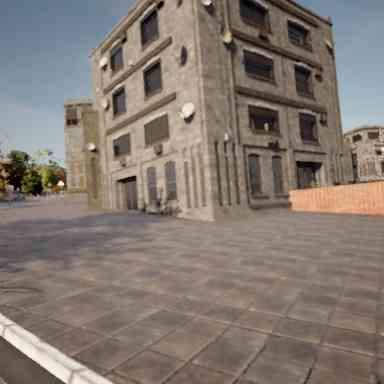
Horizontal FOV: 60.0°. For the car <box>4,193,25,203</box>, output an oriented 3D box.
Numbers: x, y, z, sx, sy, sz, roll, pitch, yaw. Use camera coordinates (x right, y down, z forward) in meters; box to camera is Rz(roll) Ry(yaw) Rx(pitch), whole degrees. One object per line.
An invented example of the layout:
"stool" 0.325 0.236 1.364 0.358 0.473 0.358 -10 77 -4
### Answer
"car" -29.690 0.981 55.622 2.128 1.511 4.902 -4 3 -6
